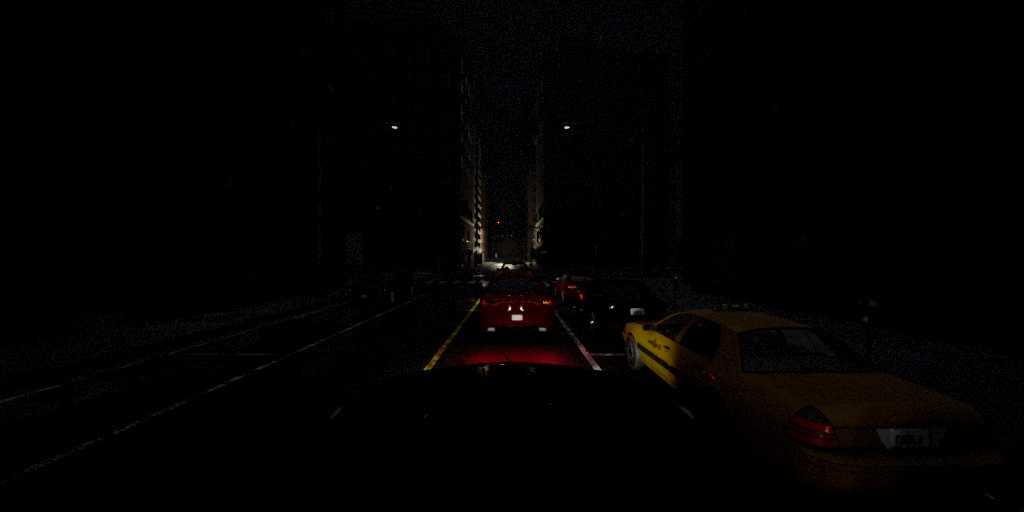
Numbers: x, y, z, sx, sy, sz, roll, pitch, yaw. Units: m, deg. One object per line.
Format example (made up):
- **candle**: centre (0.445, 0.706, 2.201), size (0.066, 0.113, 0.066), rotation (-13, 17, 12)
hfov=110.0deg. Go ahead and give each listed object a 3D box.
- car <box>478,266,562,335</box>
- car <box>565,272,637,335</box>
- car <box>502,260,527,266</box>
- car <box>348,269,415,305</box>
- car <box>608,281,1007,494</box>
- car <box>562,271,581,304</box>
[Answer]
- **car**: centre (0.118, 1.225, 10.488), size (1.882, 1.535, 5.008), rotation (0, 0, 0)
- **car**: centre (2.895, 1.313, 10.305), size (1.948, 1.339, 4.313), rotation (0, 0, 0)
- **car**: centre (0.145, 1.096, 20.817), size (2.097, 1.767, 4.553), rotation (0, 0, 0)
- **car**: centre (-5.636, 1.291, 15.911), size (1.888, 1.381, 4.507), rotation (0, 0, 0)
- **car**: centre (2.880, 1.274, 4.889), size (1.751, 1.417, 4.829), rotation (0, 0, 0)
- **car**: centre (2.910, 1.327, 15.891), size (1.802, 1.307, 4.207), rotation (0, 0, 0)
